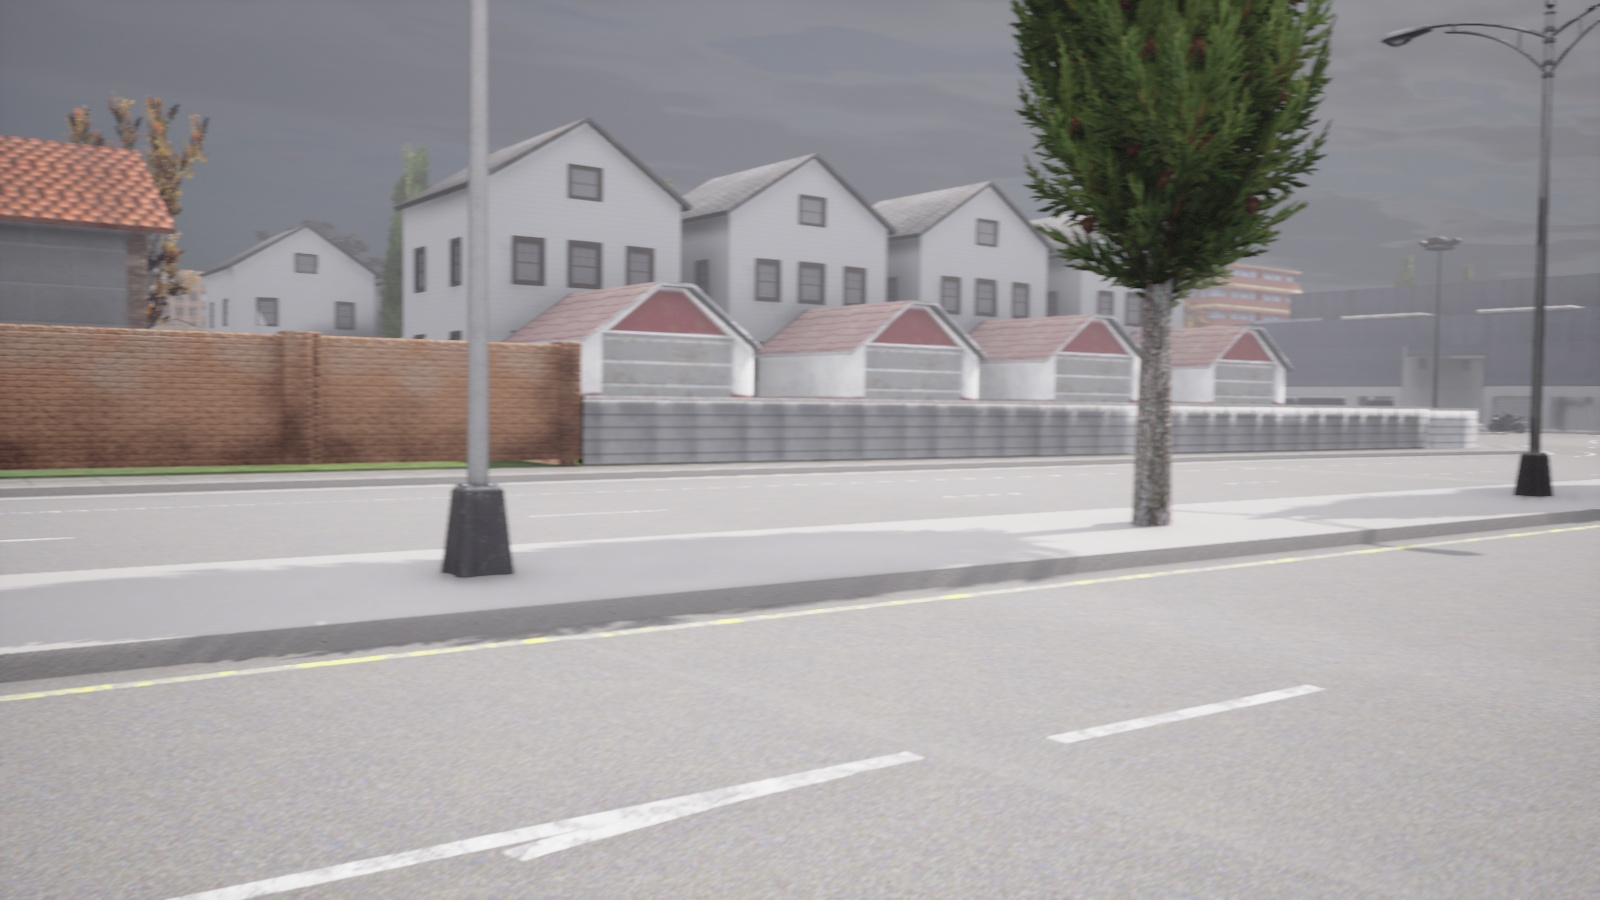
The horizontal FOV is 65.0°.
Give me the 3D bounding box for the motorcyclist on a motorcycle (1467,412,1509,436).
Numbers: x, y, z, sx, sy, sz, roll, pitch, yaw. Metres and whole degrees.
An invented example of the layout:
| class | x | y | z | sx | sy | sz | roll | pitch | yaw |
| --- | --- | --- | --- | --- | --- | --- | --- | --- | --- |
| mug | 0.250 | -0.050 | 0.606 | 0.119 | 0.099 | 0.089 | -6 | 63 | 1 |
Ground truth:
| class | x | y | z | sx | sy | sz | roll | pitch | yaw |
| --- | --- | --- | --- | --- | --- | --- | --- | --- | --- |
| motorcyclist on a motorcycle | 45.342 | -1.712 | 82.774 | 2.191 | 1.530 | 0.866 | 3 | 3 | 42 |
